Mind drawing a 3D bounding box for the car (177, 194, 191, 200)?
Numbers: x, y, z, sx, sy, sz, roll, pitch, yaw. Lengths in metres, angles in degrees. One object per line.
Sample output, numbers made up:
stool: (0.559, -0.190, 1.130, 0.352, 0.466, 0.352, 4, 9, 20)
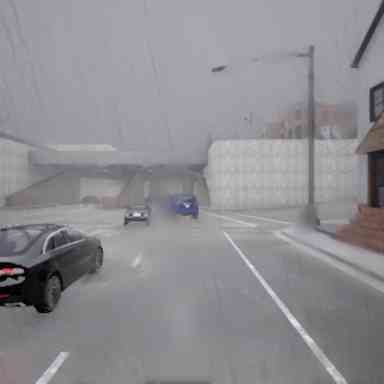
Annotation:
car: (-2.090, 1.310, 88.483, 1.994, 1.385, 4.181, 0, 0, 28)

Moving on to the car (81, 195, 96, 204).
car: (-18.557, 1.315, 60.180, 1.882, 1.535, 5.008, 0, 0, -1)

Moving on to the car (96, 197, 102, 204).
car: (-15.043, 1.386, 59.782, 2.033, 1.411, 5.357, 0, 0, -1)

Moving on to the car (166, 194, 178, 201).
car: (-4.748, 1.311, 78.800, 2.128, 1.511, 4.902, 0, 0, 6)

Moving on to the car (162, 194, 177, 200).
car: (-5.952, 1.238, 88.369, 1.837, 1.490, 4.892, 0, 0, 24)

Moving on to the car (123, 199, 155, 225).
car: (-3.830, 1.496, 23.925, 2.033, 1.411, 5.357, 0, 0, -6)

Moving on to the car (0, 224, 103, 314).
car: (-3.446, 1.471, 7.548, 2.128, 1.511, 4.902, 0, 0, 0)

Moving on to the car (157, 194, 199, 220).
car: (-1.099, 1.159, 27.808, 2.150, 2.045, 5.566, 1, 0, -16)

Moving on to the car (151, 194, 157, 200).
car: (-8.295, 1.283, 78.298, 1.837, 1.490, 4.892, 0, 0, 6)
